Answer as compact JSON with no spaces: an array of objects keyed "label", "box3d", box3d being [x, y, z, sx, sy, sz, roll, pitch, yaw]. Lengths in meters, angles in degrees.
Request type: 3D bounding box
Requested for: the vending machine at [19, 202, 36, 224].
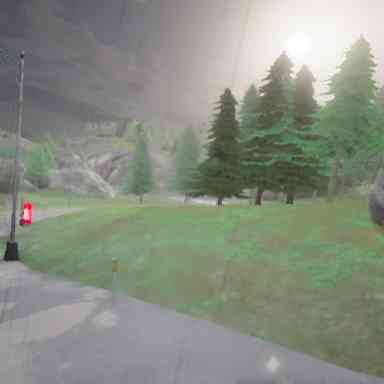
[{"label":"vending machine","box3d":[-16.798,2.144,33.916,1.100,2.100,0.880,8,2,-12]}]
